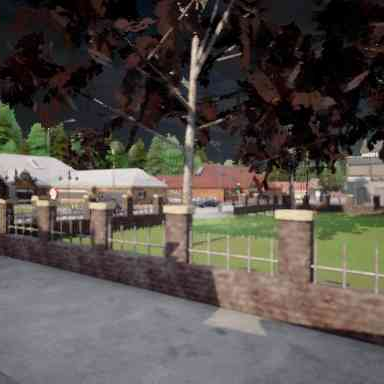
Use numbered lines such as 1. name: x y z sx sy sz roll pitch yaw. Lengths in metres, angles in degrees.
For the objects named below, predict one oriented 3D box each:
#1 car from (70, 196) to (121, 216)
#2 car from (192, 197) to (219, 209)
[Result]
1. car: -8.566 1.199 29.773 2.097 1.767 4.553 0 0 36
2. car: 1.641 1.419 43.910 2.033 1.411 5.357 0 0 36
